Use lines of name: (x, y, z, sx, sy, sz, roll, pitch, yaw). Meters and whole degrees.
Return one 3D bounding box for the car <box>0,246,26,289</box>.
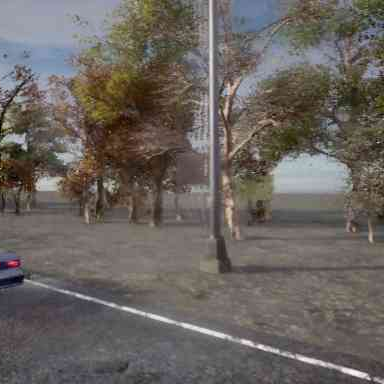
car: (-6.127, 1.582, 8.021, 5.357, 1.411, 2.033, 0, -1, 36)
